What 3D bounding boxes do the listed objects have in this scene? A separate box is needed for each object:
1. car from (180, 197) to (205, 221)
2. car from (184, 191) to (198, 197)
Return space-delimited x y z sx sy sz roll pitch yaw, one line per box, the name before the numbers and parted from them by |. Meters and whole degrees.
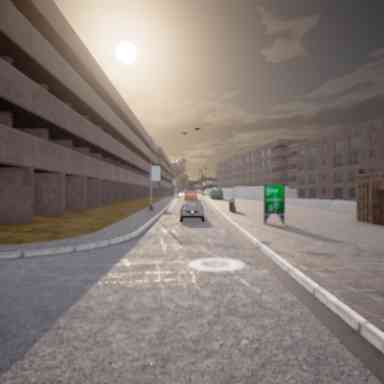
car | 0.018 1.409 25.612 2.033 1.411 5.357 0 1 0
car | -0.171 0.535 54.348 2.097 1.767 4.553 0 1 0
